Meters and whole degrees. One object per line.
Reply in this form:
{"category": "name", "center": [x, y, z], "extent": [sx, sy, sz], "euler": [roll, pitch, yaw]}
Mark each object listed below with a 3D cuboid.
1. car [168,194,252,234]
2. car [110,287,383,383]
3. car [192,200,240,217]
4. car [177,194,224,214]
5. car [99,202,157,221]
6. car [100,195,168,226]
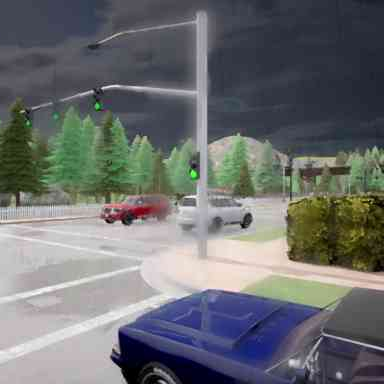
{"category": "car", "center": [1.423, 1.221, 19.416], "extent": [2.150, 2.045, 5.566], "euler": [0, 0, 38]}
{"category": "car", "center": [1.467, 1.601, 2.919], "extent": [4.718, 1.301, 1.895], "euler": [0, 0, 36]}
{"category": "car", "center": [2.416, 1.547, 32.257], "extent": [2.033, 1.411, 5.357], "euler": [0, 0, 38]}
{"category": "car", "center": [1.036, 1.221, 36.144], "extent": [2.150, 2.045, 5.566], "euler": [0, 0, 39]}
{"category": "car", "center": [-5.299, 1.601, 28.161], "extent": [1.895, 1.301, 4.718], "euler": [0, 0, 38]}
{"category": "car", "center": [-3.951, 1.221, 24.227], "extent": [2.150, 2.045, 5.566], "euler": [0, 0, 38]}
